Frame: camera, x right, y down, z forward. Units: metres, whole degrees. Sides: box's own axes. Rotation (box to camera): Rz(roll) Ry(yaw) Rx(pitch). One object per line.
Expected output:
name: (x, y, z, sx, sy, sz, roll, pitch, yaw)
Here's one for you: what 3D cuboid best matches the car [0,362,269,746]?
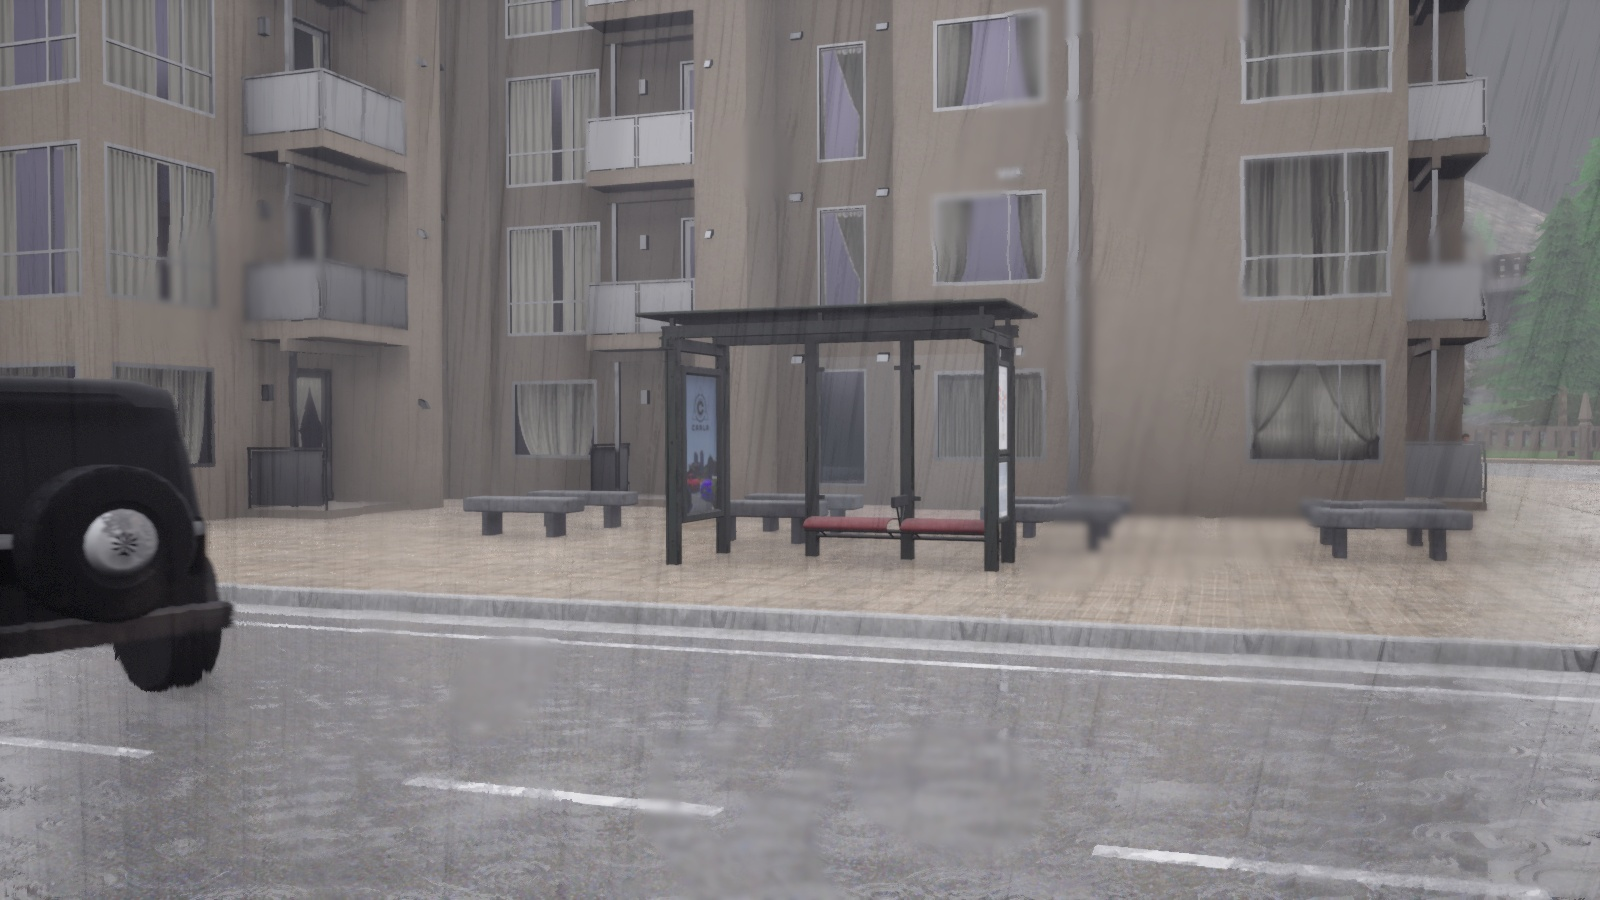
car: (-5.204, 0.480, 7.653, 3.866, 1.878, 1.905, 1, 1, 36)
